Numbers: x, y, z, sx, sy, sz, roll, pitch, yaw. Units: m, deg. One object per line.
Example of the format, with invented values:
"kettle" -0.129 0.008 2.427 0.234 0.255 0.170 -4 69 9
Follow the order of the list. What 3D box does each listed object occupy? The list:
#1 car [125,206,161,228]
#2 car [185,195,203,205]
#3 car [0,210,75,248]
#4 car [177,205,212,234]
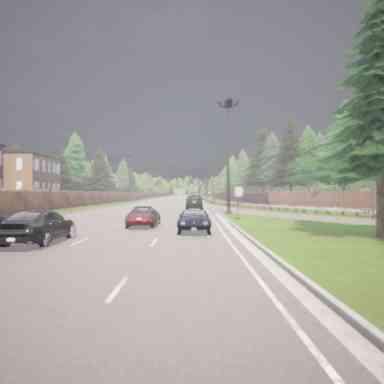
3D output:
"car" -3.322 1.670 23.092 1.994 1.385 4.181 0 0 1
"car" 0.288 1.423 43.915 2.150 2.045 5.566 0 0 0
"car" -6.887 1.575 15.100 1.837 1.490 4.892 0 0 0
"car" 0.135 1.692 19.864 1.895 1.301 4.718 0 0 1
